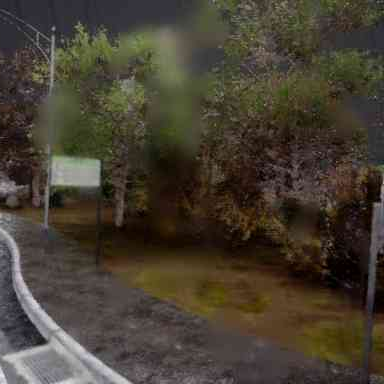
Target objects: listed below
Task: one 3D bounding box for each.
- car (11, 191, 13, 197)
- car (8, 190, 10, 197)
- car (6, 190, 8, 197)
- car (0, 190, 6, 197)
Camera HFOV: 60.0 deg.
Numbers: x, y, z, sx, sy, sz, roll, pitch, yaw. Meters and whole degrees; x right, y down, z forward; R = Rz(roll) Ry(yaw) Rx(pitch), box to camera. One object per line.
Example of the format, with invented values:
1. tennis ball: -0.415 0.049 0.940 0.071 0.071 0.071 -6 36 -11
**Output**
1. car: -45.028 0.676 77.200 4.792 1.488 2.163 2 -2 -23
2. car: -42.926 0.601 72.107 4.674 1.452 2.002 2 -2 -23
3. car: -41.867 0.552 69.565 4.674 1.452 2.002 2 -2 -23
4. car: -40.823 0.336 67.012 4.553 1.767 2.185 2 -2 -23
